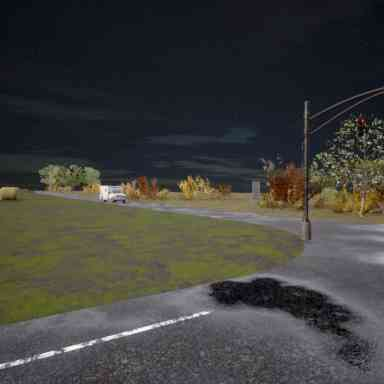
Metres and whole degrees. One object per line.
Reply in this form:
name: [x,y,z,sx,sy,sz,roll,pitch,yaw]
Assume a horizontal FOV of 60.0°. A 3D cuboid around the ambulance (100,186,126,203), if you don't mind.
ambulance: [-11.912,0.341,50.044,2.351,2.431,6.366,2,0,-32]
